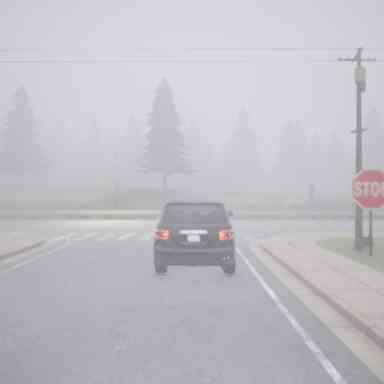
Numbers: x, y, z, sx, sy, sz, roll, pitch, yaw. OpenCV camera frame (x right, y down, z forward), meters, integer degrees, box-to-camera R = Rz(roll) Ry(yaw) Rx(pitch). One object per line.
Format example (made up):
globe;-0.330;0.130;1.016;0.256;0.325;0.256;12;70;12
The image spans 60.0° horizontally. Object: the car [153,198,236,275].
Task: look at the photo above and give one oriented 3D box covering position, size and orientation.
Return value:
car;0.159;1.200;10.556;2.150;2.045;5.566;0;0;3
